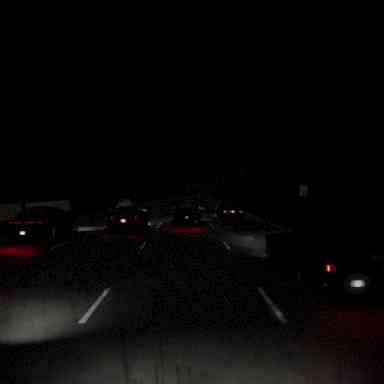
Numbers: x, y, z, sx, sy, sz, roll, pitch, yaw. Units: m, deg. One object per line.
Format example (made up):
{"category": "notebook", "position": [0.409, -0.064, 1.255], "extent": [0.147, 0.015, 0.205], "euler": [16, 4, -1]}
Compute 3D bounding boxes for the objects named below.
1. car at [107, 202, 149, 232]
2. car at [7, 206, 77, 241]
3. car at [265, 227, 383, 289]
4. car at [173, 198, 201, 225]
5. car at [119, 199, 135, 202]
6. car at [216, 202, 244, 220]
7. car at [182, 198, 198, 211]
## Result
{"category": "car", "position": [-3.806, 1.554, 20.259], "extent": [1.994, 1.385, 4.181], "euler": [0, 0, -1]}
{"category": "car", "position": [-7.242, 1.487, 16.553], "extent": [1.837, 1.490, 4.892], "euler": [0, 0, -1]}
{"category": "car", "position": [3.396, 1.607, 9.109], "extent": [1.895, 1.301, 4.718], "euler": [0, 0, -1]}
{"category": "car", "position": [-0.357, 1.472, 23.942], "extent": [1.882, 1.535, 5.008], "euler": [0, 0, -1]}
{"category": "car", "position": [-7.314, 1.506, 37.553], "extent": [1.812, 1.442, 4.674], "euler": [0, 0, 1]}
{"category": "car", "position": [3.101, 1.551, 27.743], "extent": [2.033, 1.411, 5.357], "euler": [0, 0, 0]}
{"category": "car", "position": [-0.222, 1.521, 41.314], "extent": [1.812, 1.442, 4.674], "euler": [0, 0, 1]}
